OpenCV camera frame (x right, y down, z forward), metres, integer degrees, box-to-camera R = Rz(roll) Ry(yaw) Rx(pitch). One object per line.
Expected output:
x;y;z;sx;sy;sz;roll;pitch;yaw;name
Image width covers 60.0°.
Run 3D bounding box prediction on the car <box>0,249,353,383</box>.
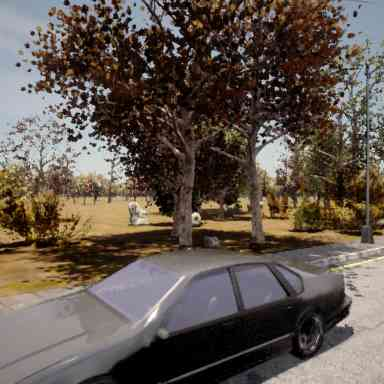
0.003;1.548;4.430;5.357;1.411;2.033;0;0;-36;car
